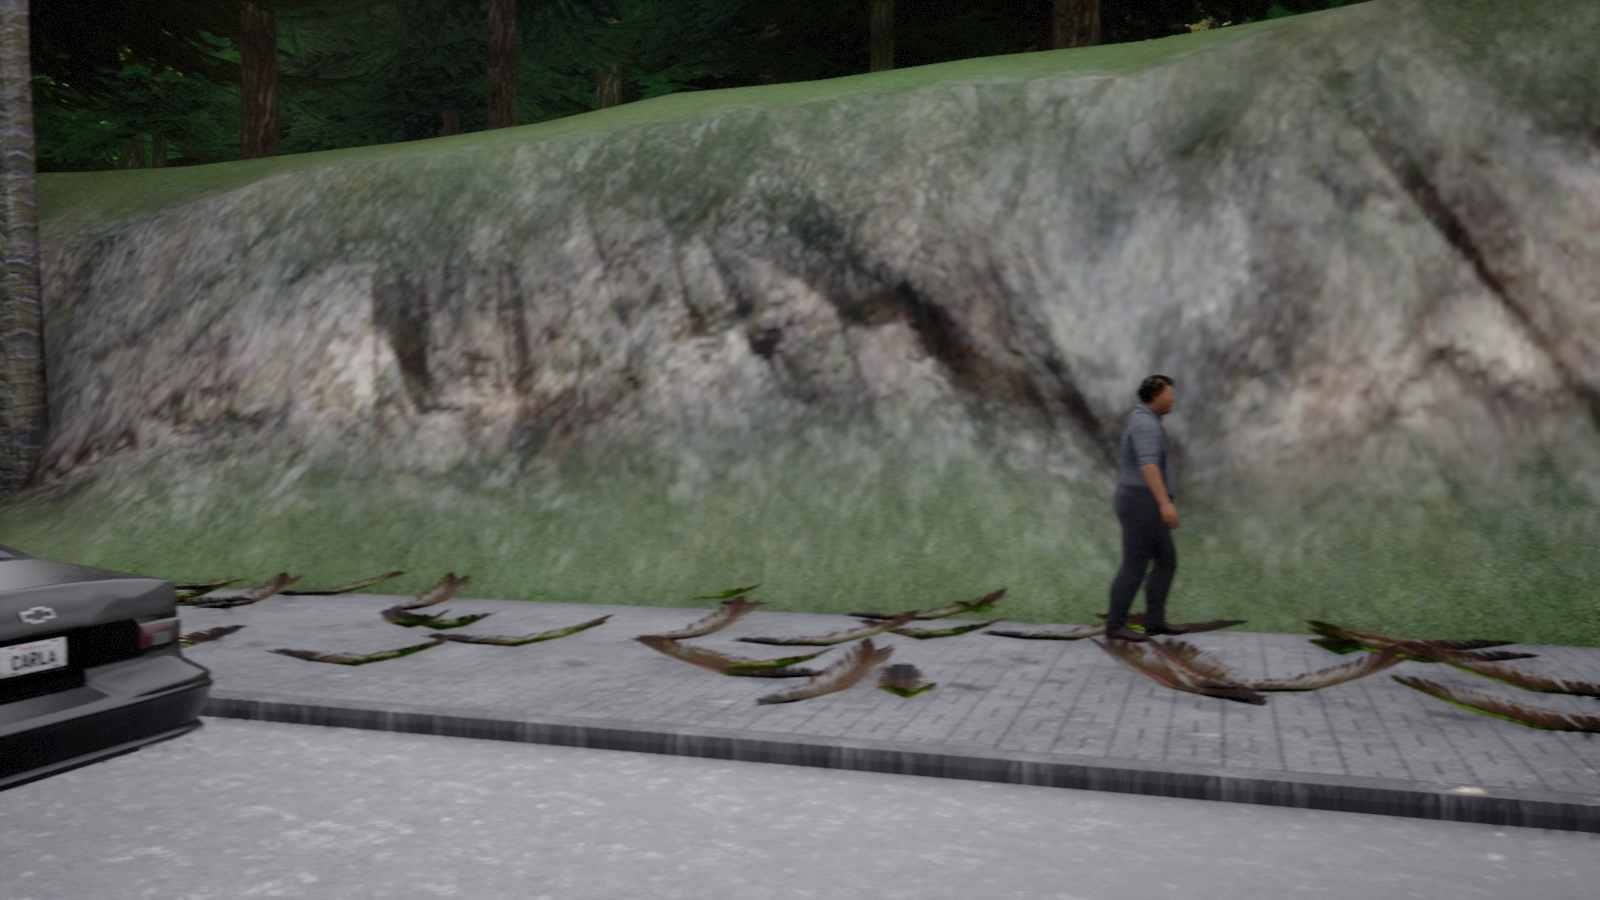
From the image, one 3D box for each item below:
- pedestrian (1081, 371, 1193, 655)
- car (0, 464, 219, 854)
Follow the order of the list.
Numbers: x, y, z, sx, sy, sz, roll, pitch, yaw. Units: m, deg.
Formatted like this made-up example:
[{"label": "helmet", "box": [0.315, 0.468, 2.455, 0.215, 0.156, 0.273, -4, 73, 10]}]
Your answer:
[{"label": "pedestrian", "box": [2.298, 0.406, 8.538, 0.694, 1.848, 0.540, 0, 1, 19]}, {"label": "car", "box": [-5.492, 0.777, 5.569, 5.357, 1.411, 2.033, 0, 1, 19]}]
